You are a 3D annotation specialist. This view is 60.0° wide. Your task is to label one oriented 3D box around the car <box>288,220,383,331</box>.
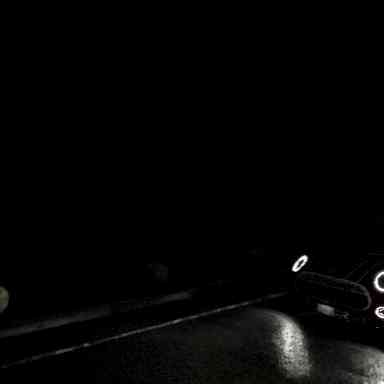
[{"bbox_3d":[4.080,1.394,6.880,4.553,1.767,2.097,0,0,-35],"label":"car"}]
